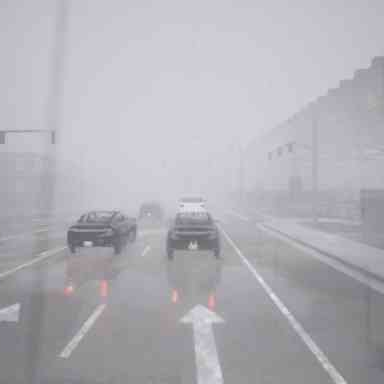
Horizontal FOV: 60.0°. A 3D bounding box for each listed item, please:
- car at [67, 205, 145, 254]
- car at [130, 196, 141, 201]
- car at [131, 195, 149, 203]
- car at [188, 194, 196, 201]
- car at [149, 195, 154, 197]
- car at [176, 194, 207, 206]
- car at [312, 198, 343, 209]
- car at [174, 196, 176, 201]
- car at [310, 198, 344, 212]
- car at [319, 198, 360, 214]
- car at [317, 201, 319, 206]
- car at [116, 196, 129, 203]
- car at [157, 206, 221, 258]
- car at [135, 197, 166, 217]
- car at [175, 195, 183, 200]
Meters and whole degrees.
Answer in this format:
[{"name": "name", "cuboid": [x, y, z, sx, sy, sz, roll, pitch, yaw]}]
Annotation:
[{"name": "car", "cuboid": [-3.432, 1.496, 13.467, 2.128, 1.511, 4.902, 0, 0, 0]}, {"name": "car", "cuboid": [-14.012, 1.621, 82.819, 1.895, 1.301, 4.718, 0, 0, 0]}, {"name": "car", "cuboid": [-10.511, 1.549, 67.206, 1.812, 1.442, 4.674, 0, 0, 0]}, {"name": "car", "cuboid": [-0.012, 1.384, 82.662, 2.097, 1.767, 4.553, 0, 0, 0]}, {"name": "car", "cuboid": [-10.512, 1.504, 82.882, 1.882, 1.535, 5.008, 0, 0, 0]}, {"name": "car", "cuboid": [0.059, 1.234, 27.932, 2.150, 2.045, 5.566, 0, 0, 0]}, {"name": "car", "cuboid": [15.963, 1.309, 39.144, 1.853, 1.218, 4.536, 0, 0, 44]}, {"name": "car", "cuboid": [-3.512, 1.581, 83.326, 1.994, 1.385, 4.181, 0, 0, 0]}, {"name": "car", "cuboid": [15.928, 1.467, 39.106, 2.038, 1.542, 4.974, 0, 0, 44]}, {"name": "car", "cuboid": [15.971, 1.308, 34.456, 1.853, 1.218, 4.536, 0, 0, -36]}, {"name": "car", "cuboid": [15.939, 1.465, 34.498, 2.038, 1.542, 4.974, 0, 0, -36]}, {"name": "car", "cuboid": [-14.010, 1.524, 67.125, 1.837, 1.490, 4.892, 0, 0, 0]}, {"name": "car", "cuboid": [0.064, 1.496, 12.819, 2.128, 1.511, 4.902, 0, 0, 0]}, {"name": "car", "cuboid": [-3.435, 1.519, 29.028, 1.837, 1.490, 4.892, 0, 0, 0]}, {"name": "car", "cuboid": [-3.513, 1.613, 92.065, 1.895, 1.301, 4.718, 0, 0, 0]}]
